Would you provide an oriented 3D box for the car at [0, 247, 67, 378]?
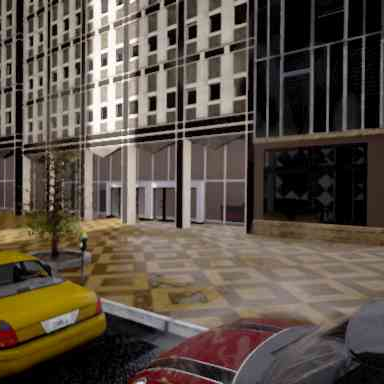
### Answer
[{"bbox_3d":[-3.452,1.516,5.329,4.829,1.417,1.752,0,1,36],"label":"car"}]

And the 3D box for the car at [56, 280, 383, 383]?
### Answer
[{"bbox_3d":[1.312,1.440,1.928,4.097,1.590,1.967,0,1,36],"label":"car"}]
